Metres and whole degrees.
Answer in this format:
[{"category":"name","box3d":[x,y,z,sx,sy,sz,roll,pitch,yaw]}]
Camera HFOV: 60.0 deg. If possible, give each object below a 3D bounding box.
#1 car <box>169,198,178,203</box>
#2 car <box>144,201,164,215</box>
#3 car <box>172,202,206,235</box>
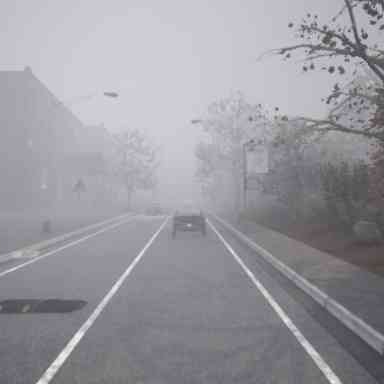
[{"category":"car","box3d":[-4.408,2.027,78.510,1.882,1.535,5.008,0,0,3]},{"category":"car","box3d":[-4.144,1.762,36.865,1.837,1.490,4.892,0,0,-1]},{"category":"car","box3d":[-0.183,1.615,19.926,1.882,1.535,5.008,0,0,-1]}]
